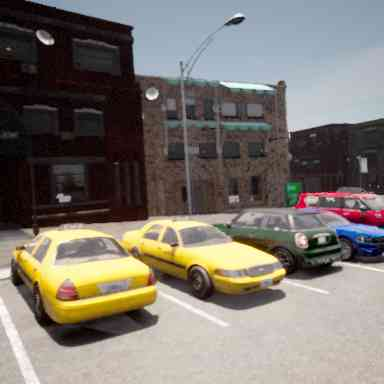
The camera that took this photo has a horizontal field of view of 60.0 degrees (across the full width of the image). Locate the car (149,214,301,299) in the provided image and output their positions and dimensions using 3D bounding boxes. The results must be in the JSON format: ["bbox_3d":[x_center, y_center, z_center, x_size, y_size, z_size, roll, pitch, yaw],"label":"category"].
[{"bbox_3d":[-0.086,1.441,8.714,1.946,1.575,5.366,-1,0,-36],"label":"car"}]

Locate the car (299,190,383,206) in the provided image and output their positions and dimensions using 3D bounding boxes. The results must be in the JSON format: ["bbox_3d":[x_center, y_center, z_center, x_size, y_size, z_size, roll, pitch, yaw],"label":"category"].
[{"bbox_3d":[6.915,1.054,13.898,2.435,2.045,5.566,-2,1,-35],"label":"car"}]

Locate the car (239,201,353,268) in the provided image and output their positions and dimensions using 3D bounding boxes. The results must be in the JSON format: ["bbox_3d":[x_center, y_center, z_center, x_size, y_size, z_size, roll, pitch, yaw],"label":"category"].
[{"bbox_3d":[2.218,1.292,10.546,2.185,1.767,4.553,-1,0,-36],"label":"car"}]

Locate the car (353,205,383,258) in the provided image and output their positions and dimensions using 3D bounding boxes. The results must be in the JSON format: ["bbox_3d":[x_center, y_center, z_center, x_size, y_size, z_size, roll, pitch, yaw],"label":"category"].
[{"bbox_3d":[4.503,1.374,12.219,2.097,1.535,5.008,-1,1,-35],"label":"car"}]

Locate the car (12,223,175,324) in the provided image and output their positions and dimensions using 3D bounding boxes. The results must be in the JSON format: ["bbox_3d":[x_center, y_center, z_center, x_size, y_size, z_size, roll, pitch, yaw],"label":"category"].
[{"bbox_3d":[-2.695,1.462,7.308,1.946,1.575,5.366,-1,0,-35],"label":"car"}]

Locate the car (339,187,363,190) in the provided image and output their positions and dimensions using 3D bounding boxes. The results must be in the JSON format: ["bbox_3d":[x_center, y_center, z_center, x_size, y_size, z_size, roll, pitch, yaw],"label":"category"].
[{"bbox_3d":[18.865,0.184,38.603,2.097,1.767,4.553,-4,0,-22],"label":"car"}]
